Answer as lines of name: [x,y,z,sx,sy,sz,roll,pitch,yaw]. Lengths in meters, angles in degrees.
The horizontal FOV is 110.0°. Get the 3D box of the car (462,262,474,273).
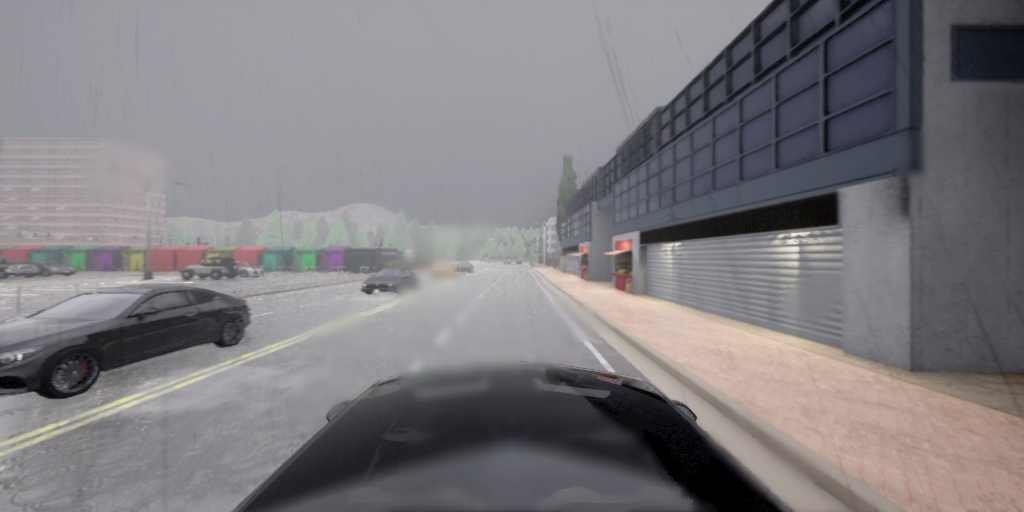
car: [-6.197,1.477,47.525,1.882,1.535,5.008,0,-1,1]

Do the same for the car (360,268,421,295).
car: [-6.748,1.389,20.651,2.033,1.411,5.357,0,0,1]

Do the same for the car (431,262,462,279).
car: [-6.504,1.404,35.036,1.882,1.535,5.008,0,-1,2]

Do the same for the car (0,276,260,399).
car: [-7.065,1.285,6.642,1.812,1.442,4.674,0,0,0]
